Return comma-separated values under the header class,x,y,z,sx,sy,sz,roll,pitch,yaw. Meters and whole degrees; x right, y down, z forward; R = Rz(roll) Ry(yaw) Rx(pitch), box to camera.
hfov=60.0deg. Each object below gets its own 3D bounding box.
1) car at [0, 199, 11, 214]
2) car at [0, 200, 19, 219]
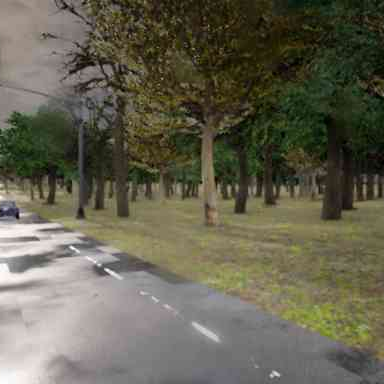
class,x,y,z,sx,sy,sz,roll,pitch,yaw
car,-22.378,1.626,38.925,1.882,1.535,5.008,0,0,-31
car,-16.970,1.493,30.168,2.097,1.767,4.553,0,0,-32
